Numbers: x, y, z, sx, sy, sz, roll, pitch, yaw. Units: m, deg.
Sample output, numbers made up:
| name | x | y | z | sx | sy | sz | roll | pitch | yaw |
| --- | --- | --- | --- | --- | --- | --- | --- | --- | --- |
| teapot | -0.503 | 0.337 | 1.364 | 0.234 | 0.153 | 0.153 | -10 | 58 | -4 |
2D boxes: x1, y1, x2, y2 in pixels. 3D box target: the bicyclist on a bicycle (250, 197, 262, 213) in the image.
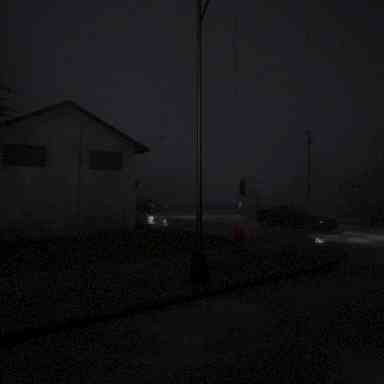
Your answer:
| name | x | y | z | sx | sy | sz | roll | pitch | yaw |
| --- | --- | --- | --- | --- | --- | --- | --- | --- | --- |
| bicyclist on a bicycle | 6.488 | 1.348 | 33.700 | 1.656 | 1.620 | 0.582 | 0 | 0 | -36 |

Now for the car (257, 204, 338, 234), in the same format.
| name | x | y | z | sx | sy | sz | roll | pitch | yaw |
| --- | --- | --- | --- | --- | --- | --- | --- | --- | --- |
| car | 6.104 | 1.478 | 19.808 | 1.882 | 1.535 | 5.008 | 0 | 0 | -36 |

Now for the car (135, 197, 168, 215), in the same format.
| name | x | y | z | sx | sy | sz | roll | pitch | yaw |
| --- | --- | --- | --- | --- | --- | --- | --- | --- | --- |
| car | -4.381 | 1.352 | 34.456 | 2.097 | 1.767 | 4.553 | 0 | 0 | -36 |
